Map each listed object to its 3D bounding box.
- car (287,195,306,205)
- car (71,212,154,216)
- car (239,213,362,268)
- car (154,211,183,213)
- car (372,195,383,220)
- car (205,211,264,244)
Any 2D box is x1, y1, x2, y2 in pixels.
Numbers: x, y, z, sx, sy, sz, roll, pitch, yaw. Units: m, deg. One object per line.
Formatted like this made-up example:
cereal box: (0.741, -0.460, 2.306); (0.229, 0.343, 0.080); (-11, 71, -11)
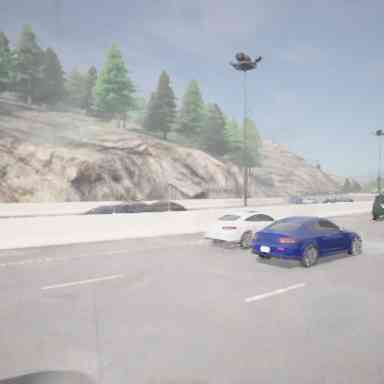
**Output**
car: (20.187, 1.448, 64.180); (2.097, 1.767, 4.553); (0, 0, 36)
car: (-5.526, 1.594, 21.887); (5.357, 1.411, 2.033); (0, 0, -38)
car: (3.980, 1.543, 11.369); (4.674, 1.442, 1.812); (0, 0, -39)
car: (-2.675, 1.561, 28.820); (4.892, 1.490, 1.837); (0, 0, -41)
car: (16.678, 1.253, 27.412); (5.566, 2.045, 2.150); (0, 0, -45)
car: (2.656, 1.550, 14.785); (4.674, 1.442, 1.812); (0, 0, -39)
